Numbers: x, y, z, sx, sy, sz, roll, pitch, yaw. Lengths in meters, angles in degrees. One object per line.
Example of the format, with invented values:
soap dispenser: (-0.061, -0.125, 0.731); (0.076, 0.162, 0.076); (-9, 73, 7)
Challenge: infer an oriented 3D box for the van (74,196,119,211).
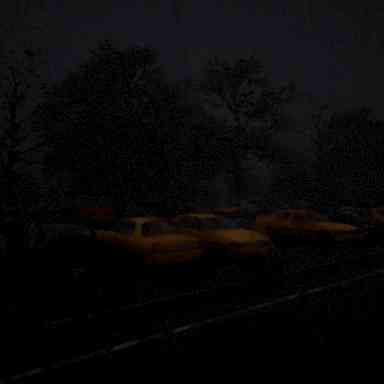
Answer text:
van: (-7.070, 1.256, 23.257); (1.878, 1.987, 4.442); (0, 0, -35)

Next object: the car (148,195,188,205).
car: (-2.398, 1.256, 26.460); (2.435, 2.045, 5.566); (0, 0, -35)

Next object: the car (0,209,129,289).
car: (-3.894, 1.477, 9.327); (2.231, 1.521, 4.892); (0, 0, -35)

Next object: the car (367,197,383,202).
car: (11.934, 1.299, 20.585); (2.435, 2.045, 5.566); (0, 0, -35)

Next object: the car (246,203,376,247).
car: (5.261, 1.507, 15.594); (1.946, 1.575, 5.366); (0, 0, -35)

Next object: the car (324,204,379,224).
car: (12.792, 1.690, 26.599); (4.718, 1.301, 1.895); (0, 0, -35)

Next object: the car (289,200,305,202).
car: (8.798, 1.448, 34.397); (2.185, 1.767, 4.553); (0, 0, -35)

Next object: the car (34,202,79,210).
car: (-9.281, 1.504, 21.583); (2.163, 1.488, 4.792); (0, 0, -35)

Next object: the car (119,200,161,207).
car: (-4.626, 1.523, 24.811); (2.163, 1.488, 4.792); (0, 0, -35)

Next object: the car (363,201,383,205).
car: (9.577, 1.534, 19.107); (1.946, 1.575, 5.366); (0, 0, -35)

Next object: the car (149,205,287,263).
car: (0.632, 1.482, 12.314); (1.946, 1.575, 5.366); (0, 0, -35)

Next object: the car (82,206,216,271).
car: (-1.746, 1.475, 11.083); (1.946, 1.575, 5.366); (0, 0, -35)

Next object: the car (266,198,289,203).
car: (6.674, 1.590, 32.818); (2.163, 1.488, 4.792); (0, 0, -35)

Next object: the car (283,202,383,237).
car: (7.415, 1.525, 17.356); (2.231, 1.521, 4.892); (0, 0, -35)

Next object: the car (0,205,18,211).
car: (-11.435, 1.502, 20.057); (2.163, 1.488, 4.792); (0, 0, -35)

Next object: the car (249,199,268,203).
car: (4.399, 1.587, 31.238); (2.002, 1.452, 4.674); (0, 0, -35)

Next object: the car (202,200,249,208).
car: (2.244, 1.531, 29.487); (1.946, 1.575, 5.366); (0, 0, -35)
